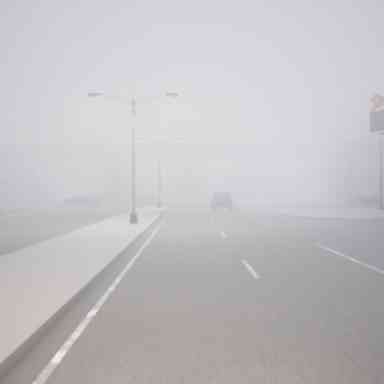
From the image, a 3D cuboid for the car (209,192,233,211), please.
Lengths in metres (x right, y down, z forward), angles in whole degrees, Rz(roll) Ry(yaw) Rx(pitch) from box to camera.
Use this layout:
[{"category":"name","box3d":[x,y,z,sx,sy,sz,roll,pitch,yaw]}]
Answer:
[{"category":"car","box3d":[3.156,0.975,36.497,2.150,2.045,5.566,0,1,0]}]

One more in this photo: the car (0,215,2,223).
[{"category":"car","box3d":[-11.802,1.439,17.272,1.812,1.442,4.674,0,0,-1]}]

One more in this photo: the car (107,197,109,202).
[{"category":"car","box3d":[-16.334,1.153,54.878,5.008,1.535,1.882,0,0,-1]}]

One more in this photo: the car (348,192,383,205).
[{"category":"car","box3d":[25.281,1.098,48.071,5.008,1.535,1.882,0,0,0]}]

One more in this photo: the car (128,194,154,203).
[{"category":"car","box3d":[-8.942,1.161,58.394,4.674,1.442,1.812,0,0,-1]}]

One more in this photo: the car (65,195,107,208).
[{"category":"car","box3d":[-14.191,1.223,43.598,5.008,1.535,1.882,0,-1,16]}]
